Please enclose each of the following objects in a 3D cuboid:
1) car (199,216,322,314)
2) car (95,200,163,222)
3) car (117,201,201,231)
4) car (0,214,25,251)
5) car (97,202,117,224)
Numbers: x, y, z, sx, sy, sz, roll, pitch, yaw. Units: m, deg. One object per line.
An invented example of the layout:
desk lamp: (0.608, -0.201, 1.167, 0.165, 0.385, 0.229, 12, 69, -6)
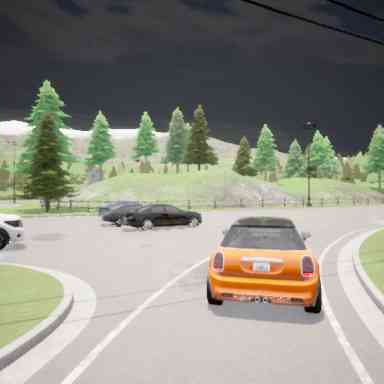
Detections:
car: (1.743, 1.349, 7.969, 2.097, 1.767, 4.553, 0, 0, 14)
car: (-5.014, 1.468, 26.696, 5.008, 1.535, 1.882, 0, 0, -29)
car: (-1.751, 1.470, 20.501, 5.008, 1.535, 1.882, 0, 0, -29)
car: (-9.310, 1.214, 12.329, 5.566, 2.045, 2.150, 1, 0, -29)
car: (-3.983, 1.517, 23.265, 4.674, 1.442, 1.812, 0, 0, -29)
